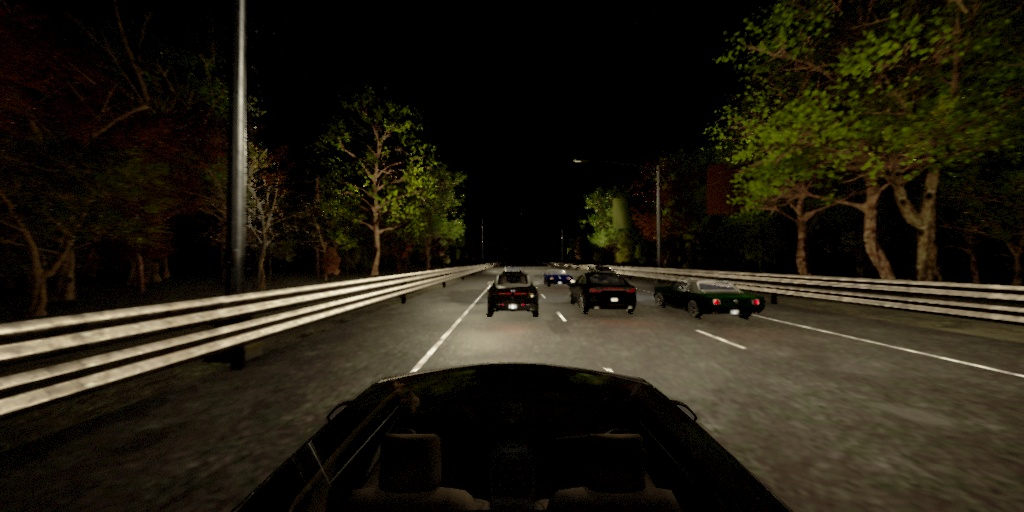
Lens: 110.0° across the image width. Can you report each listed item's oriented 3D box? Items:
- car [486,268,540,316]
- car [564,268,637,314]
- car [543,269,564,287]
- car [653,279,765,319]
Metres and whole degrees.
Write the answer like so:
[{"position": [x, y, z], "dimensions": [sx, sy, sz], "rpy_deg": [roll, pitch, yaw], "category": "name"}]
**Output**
[{"position": [0.047, 1.424, 14.158], "dimensions": [1.837, 1.490, 4.892], "rpy_deg": [0, 0, 1], "category": "car"}, {"position": [3.551, 1.405, 14.806], "dimensions": [1.882, 1.535, 5.008], "rpy_deg": [0, -1, 1], "category": "car"}, {"position": [3.541, 1.709, 28.515], "dimensions": [1.895, 1.301, 4.718], "rpy_deg": [0, -1, 1], "category": "car"}, {"position": [7.041, 1.510, 13.520], "dimensions": [1.895, 1.301, 4.718], "rpy_deg": [0, -1, 1], "category": "car"}]
